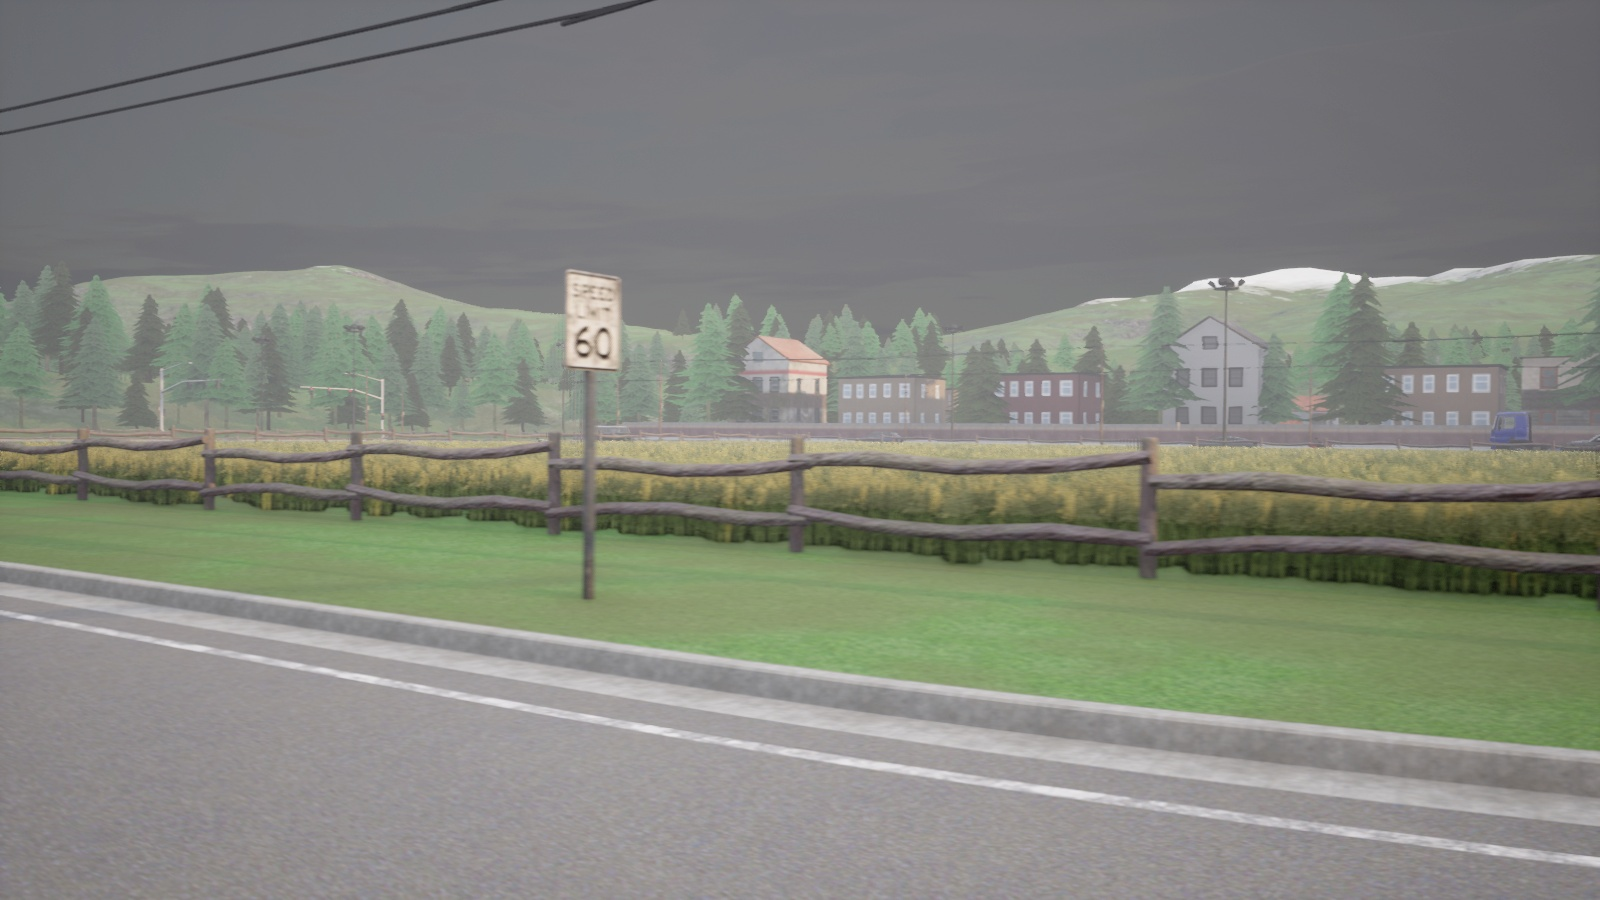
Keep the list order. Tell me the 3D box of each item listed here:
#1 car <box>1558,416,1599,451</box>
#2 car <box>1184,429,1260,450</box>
[{"bbox_3d":[48.401,-1.008,74.727,5.566,2.045,2.150,0,1,28],"label":"car"},{"bbox_3d":[30.507,-0.780,90.859,4.892,1.490,1.837,0,1,34],"label":"car"}]
